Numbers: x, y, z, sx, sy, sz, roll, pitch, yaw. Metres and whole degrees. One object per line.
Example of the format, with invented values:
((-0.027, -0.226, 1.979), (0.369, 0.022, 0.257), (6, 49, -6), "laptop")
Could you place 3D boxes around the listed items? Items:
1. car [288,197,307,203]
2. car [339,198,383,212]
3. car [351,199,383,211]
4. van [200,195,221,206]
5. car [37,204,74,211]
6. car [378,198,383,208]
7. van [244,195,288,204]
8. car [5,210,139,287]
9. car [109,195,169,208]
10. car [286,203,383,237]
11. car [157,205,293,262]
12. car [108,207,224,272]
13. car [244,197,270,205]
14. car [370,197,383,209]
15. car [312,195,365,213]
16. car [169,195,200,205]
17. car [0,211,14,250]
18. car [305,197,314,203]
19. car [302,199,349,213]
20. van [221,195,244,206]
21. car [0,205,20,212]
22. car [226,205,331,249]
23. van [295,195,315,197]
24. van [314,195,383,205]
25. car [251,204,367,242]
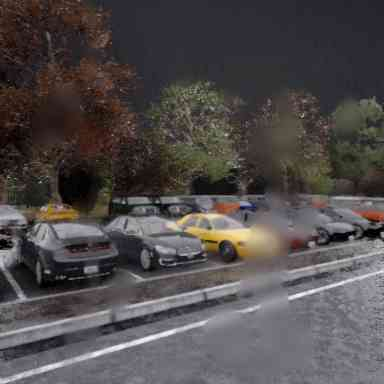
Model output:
((9.042, 1.556, 34.784), (2.163, 1.488, 4.792), (0, 0, -36), "car")
((22.682, 1.659, 44.270), (1.946, 1.575, 5.366), (1, 0, -36), "car")
((24.829, 1.728, 46.029), (2.002, 1.452, 4.674), (1, 0, -36), "car")
((0.114, 1.285, 28.224), (1.878, 1.987, 4.442), (0, 0, -36), "van")
((-8.966, 1.503, 21.871), (2.097, 1.535, 5.008), (0, 0, -36), "car")
((31.491, 1.765, 50.788), (2.097, 1.535, 5.008), (1, 0, -36), "car")
((6.883, 1.293, 33.072), (1.878, 1.987, 4.442), (0, 0, -36), "van")
((-3.701, 1.503, 9.555), (2.231, 1.521, 4.892), (0, 0, -36), "car")
((-4.444, 1.255, 25.075), (2.435, 2.045, 5.566), (0, 0, -36), "car")
((7.605, 1.541, 17.608), (2.163, 1.488, 4.792), (0, 0, -36), "car")
((0.920, 1.503, 12.638), (1.946, 1.575, 5.366), (0, 0, -36), "car")
((-1.450, 1.505, 11.180), (2.231, 1.521, 4.892), (0, 0, -36), "car")
((4.550, 1.514, 31.545), (2.097, 1.535, 5.008), (0, 0, -36), "car")
((29.216, 1.613, 49.207), (2.185, 1.767, 4.553), (1, 0, -36), "car")
((18.053, 1.359, 41.224), (2.435, 2.045, 5.566), (1, 0, -36), "car")
((-2.190, 1.257, 26.685), (2.435, 2.045, 5.566), (0, 0, -36), "car")
((-9.025, 1.569, 11.139), (5.357, 1.411, 2.033), (0, 0, -36), "car")
((11.189, 1.570, 36.319), (2.163, 1.488, 4.792), (1, 0, -36), "car")
((15.831, 1.614, 39.566), (2.163, 1.488, 4.792), (1, 0, -36), "car")
((2.232, 1.286, 30.024), (1.878, 1.987, 4.442), (0, 0, -36), "van")
((-11.326, 1.541, 20.194), (2.002, 1.452, 4.674), (0, 0, -36), "car")
((3.088, 1.537, 14.380), (2.163, 1.488, 4.792), (0, 0, -36), "car")
((13.394, 1.334, 38.003), (1.878, 1.987, 4.442), (1, 0, -36), "van")
((9.779, 1.288, 19.341), (1.878, 1.987, 4.442), (0, 0, -36), "van")
((5.347, 1.539, 15.994), (2.163, 1.488, 4.792), (0, 0, -36), "car")
